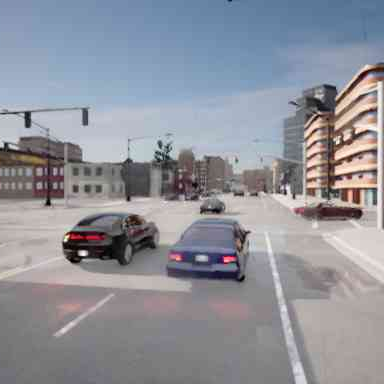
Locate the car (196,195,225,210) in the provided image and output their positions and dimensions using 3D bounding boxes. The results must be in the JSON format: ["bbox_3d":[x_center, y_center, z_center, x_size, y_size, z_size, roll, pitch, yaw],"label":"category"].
[{"bbox_3d":[2.079,1.327,32.485,1.994,1.385,4.181,0,1,13],"label":"car"}]

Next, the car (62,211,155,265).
[{"bbox_3d":[-2.528,1.432,11.462,1.837,1.490,4.892,0,0,11],"label":"car"}]

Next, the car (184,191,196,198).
[{"bbox_3d":[-0.378,0.580,74.577,1.895,1.301,4.718,0,1,11],"label":"car"}]

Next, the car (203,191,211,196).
[{"bbox_3d":[3.098,0.484,74.120,1.837,1.490,4.892,0,1,11],"label":"car"}]

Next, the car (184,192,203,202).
[{"bbox_3d":[-0.057,0.860,58.171,2.128,1.511,4.902,0,1,12],"label":"car"}]

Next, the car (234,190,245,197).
[{"bbox_3d":[10.841,0.233,77.268,2.097,1.767,4.553,0,1,11],"label":"car"}]

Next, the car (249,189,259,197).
[{"bbox_3d":[14.204,0.412,76.224,2.128,1.511,4.902,0,1,11],"label":"car"}]

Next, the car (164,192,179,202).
[{"bbox_3d":[-3.533,0.873,58.627,1.837,1.490,4.892,0,2,11],"label":"car"}]

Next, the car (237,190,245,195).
[{"bbox_3d":[12.759,0.098,87.129,1.812,1.442,4.674,0,1,11],"label":"car"}]

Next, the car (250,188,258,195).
[{"bbox_3d":[16.188,-0.066,86.429,2.097,1.767,4.553,0,1,11],"label":"car"}]

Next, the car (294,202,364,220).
[{"bbox_3d":[10.415,1.436,25.285,4.718,1.301,1.895,0,0,-4],"label":"car"}]

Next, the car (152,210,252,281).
[{"bbox_3d":[0.693,1.486,9.722,2.033,1.411,5.357,0,0,11],"label":"car"}]
